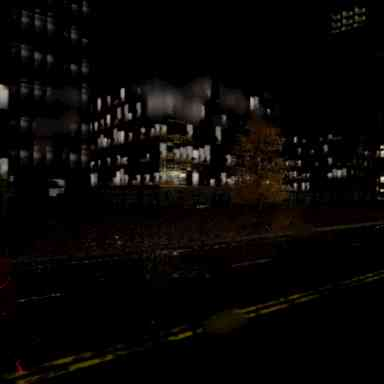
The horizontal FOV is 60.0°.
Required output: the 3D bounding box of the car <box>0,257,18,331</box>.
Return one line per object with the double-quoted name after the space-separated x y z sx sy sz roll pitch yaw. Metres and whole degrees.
-5.001 1.473 4.144 5.008 1.535 1.882 1 -1 -35 "car"
